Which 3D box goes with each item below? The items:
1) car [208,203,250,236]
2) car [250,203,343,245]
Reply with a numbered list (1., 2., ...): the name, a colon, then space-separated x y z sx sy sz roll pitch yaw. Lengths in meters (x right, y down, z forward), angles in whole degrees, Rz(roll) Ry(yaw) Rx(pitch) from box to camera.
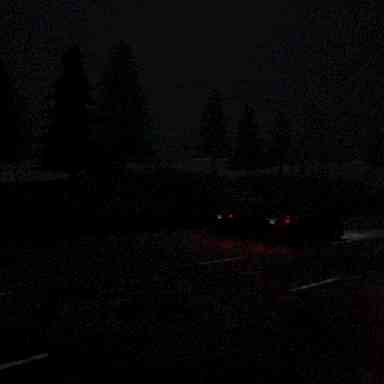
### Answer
1. car: 3.177 1.398 18.899 4.553 1.767 2.097 0 0 -35
2. car: 5.310 1.399 16.121 4.553 1.767 2.097 0 0 -35
